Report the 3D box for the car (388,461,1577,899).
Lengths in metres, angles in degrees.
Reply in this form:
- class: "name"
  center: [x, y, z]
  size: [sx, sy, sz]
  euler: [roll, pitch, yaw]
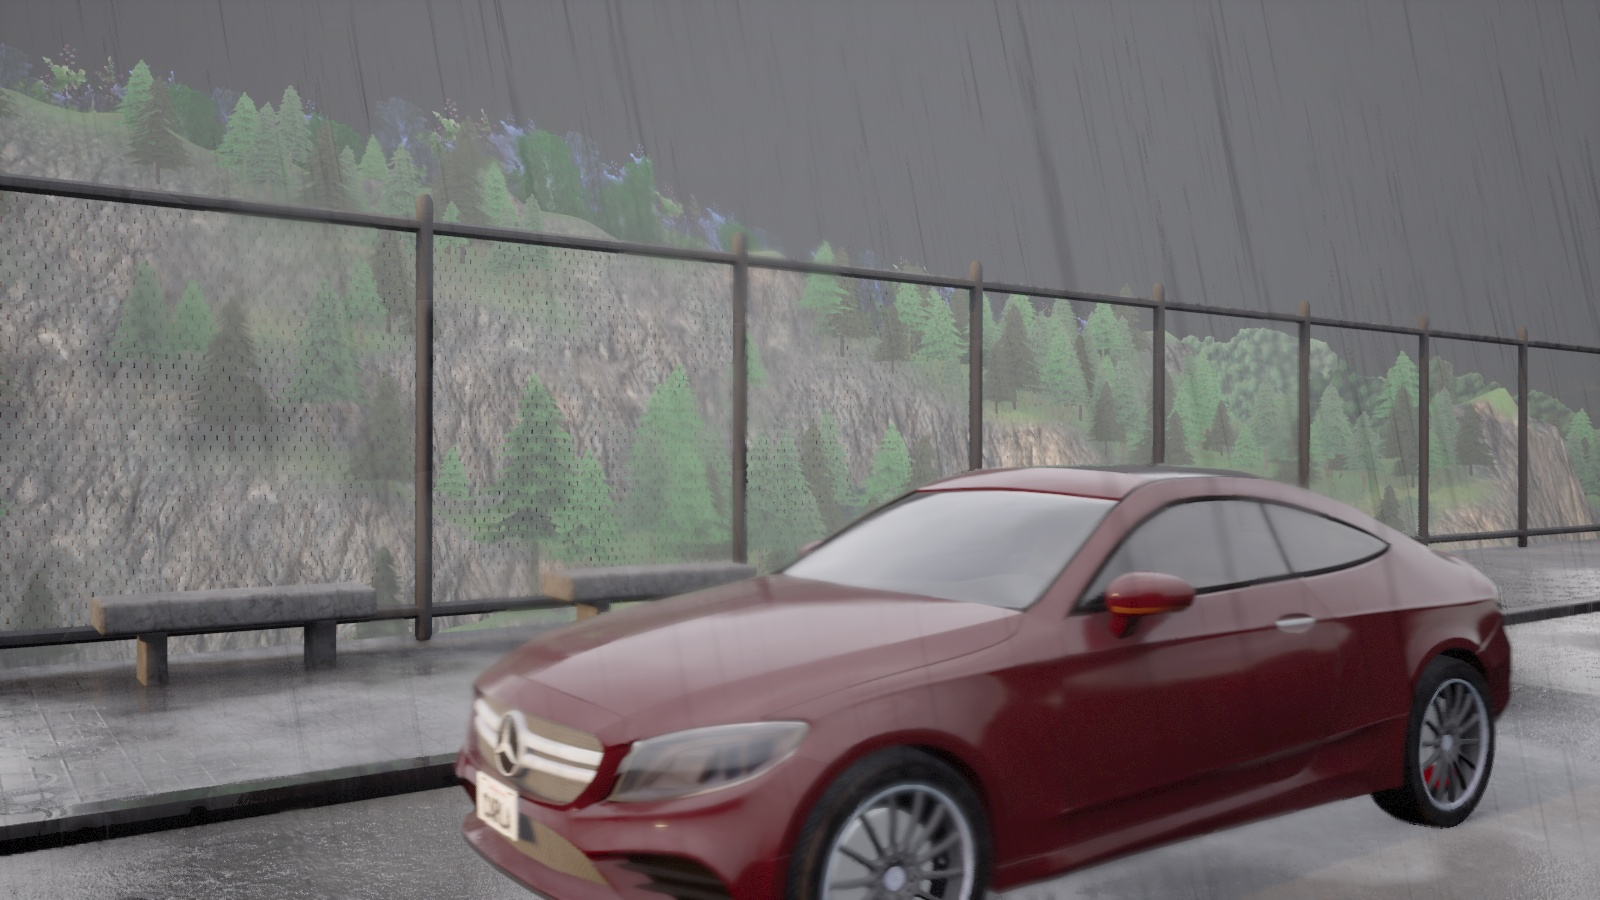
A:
- class: "car"
  center: [1.001, 0.781, 4.965]
  size: [4.674, 1.442, 1.812]
  euler: [0, 0, -35]
